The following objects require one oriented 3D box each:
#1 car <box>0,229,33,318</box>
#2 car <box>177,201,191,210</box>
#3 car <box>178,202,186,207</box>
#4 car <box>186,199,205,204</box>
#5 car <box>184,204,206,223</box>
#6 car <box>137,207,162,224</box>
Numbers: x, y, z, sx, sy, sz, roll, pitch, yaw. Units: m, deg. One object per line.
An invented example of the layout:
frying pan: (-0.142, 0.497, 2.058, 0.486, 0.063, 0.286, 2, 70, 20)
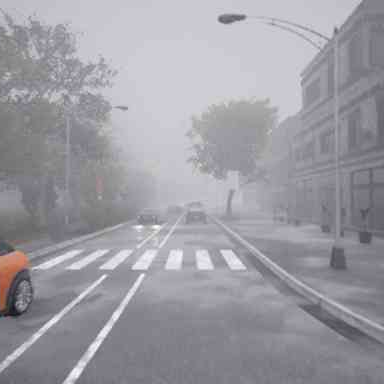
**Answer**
car: (-4.180, 1.389, 4.608, 2.097, 1.767, 4.553, 0, -1, 0)
car: (-1.733, 2.981, 74.173, 2.097, 1.535, 5.008, 1, 2, 9)
car: (-2.254, 3.156, 68.053, 2.002, 1.452, 4.674, -2, 1, 4)
car: (0.554, 2.496, 52.536, 2.150, 2.045, 5.566, 0, -1, 1)
car: (0.396, 2.246, 33.066, 1.882, 1.535, 5.008, 0, -1, 0)
car: (-3.975, 2.225, 31.484, 1.837, 1.490, 4.892, 0, -2, 1)
